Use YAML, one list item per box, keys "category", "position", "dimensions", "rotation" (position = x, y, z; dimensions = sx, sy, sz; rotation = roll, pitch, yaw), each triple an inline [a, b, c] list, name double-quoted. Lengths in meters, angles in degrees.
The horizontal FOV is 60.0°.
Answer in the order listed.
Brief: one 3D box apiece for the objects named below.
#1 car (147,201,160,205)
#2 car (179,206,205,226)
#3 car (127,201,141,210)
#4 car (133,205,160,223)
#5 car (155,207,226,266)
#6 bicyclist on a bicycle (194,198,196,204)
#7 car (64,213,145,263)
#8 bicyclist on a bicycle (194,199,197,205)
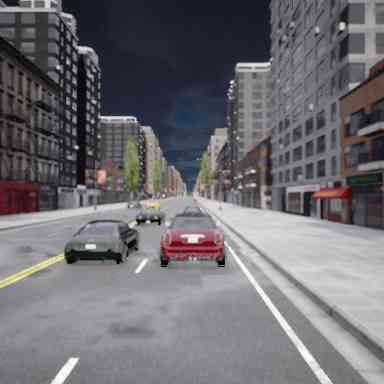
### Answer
- category: "car"
  position: [-6.575, 2.201, 56.730]
  dimensions: [1.882, 1.535, 5.008]
  rotation: [0, -1, 0]
- category: "car"
  position: [0.042, 1.923, 27.624]
  dimensions: [1.994, 1.385, 4.181]
  rotation: [0, -1, 0]
- category: "car"
  position: [-9.823, 2.215, 56.737]
  dimensions: [2.128, 1.511, 4.902]
  rotation: [0, -1, 0]
- category: "car"
  position: [-3.216, 1.948, 26.754]
  dimensions: [1.895, 1.301, 4.718]
  rotation: [0, -1, 1]
- category: "car"
  position: [0.043, 1.512, 12.287]
  dimensions: [2.097, 1.767, 4.553]
  rotation: [0, -1, 0]
- category: "bicyclist on a bicycle"
  position: [0.870, 2.504, 92.373]
  dimensions: [0.659, 1.776, 1.843]
  rotation: [0, 0, 0]
- category: "car"
  position: [-3.205, 1.730, 12.598]
  dimensions: [1.994, 1.385, 4.181]
  rotation: [0, -1, 0]
- category: "bicyclist on a bicycle"
  position: [0.873, 2.485, 83.377]
  dimensions: [0.582, 1.620, 1.656]
  rotation: [0, -1, 0]
